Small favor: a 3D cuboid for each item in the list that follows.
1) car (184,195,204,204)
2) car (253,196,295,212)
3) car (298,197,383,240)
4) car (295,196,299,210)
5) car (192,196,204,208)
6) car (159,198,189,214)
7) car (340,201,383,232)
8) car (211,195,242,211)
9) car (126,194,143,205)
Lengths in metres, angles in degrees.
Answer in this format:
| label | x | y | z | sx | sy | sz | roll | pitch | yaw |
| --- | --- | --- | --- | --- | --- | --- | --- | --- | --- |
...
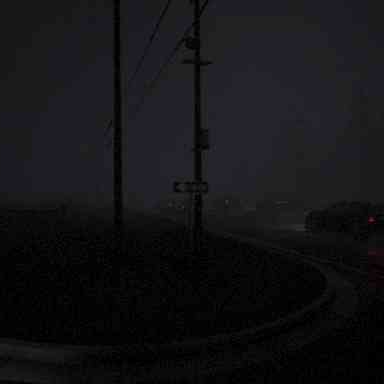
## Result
| label | x | y | z | sx | sy | sz | roll | pitch | yaw |
| --- | --- | --- | --- | --- | --- | --- | --- | --- | --- |
| car | 0.291 | 1.293 | 58.536 | 1.895 | 1.301 | 4.718 | 0 | 0 | -19 |
| car | 8.385 | 1.258 | 35.602 | 2.128 | 1.511 | 4.902 | 0 | 0 | -19 |
| car | 7.719 | 1.222 | 16.459 | 2.097 | 1.767 | 4.553 | 0 | 0 | -19 |
| car | 11.380 | 1.244 | 37.634 | 1.837 | 1.490 | 4.892 | 0 | 0 | -19 |
| car | -0.297 | 1.396 | 39.174 | 1.895 | 1.301 | 4.718 | 0 | 0 | -19 |
| car | -2.031 | 1.360 | 33.568 | 1.812 | 1.442 | 4.674 | 0 | 0 | -19 |
| car | 10.761 | 1.348 | 18.356 | 1.837 | 1.490 | 4.892 | 0 | 0 | -19 |
| car | 3.836 | 1.131 | 37.969 | 2.097 | 1.767 | 4.553 | 0 | 0 | -19 |
| car | -9.566 | 1.117 | 54.911 | 2.097 | 1.767 | 4.553 | 0 | 0 | -19 |
